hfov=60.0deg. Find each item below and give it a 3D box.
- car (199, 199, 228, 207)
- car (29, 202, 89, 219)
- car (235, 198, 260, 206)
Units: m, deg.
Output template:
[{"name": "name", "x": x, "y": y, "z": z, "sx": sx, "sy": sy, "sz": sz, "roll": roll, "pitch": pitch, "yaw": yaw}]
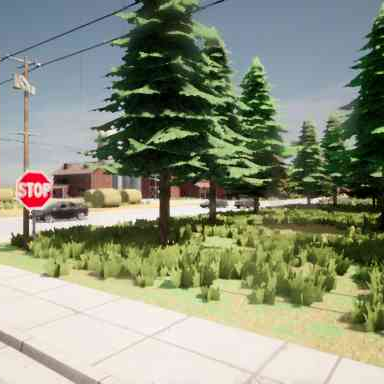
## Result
[{"name": "car", "x": 3.061, "y": 1.582, "z": 46.013, "sx": 2.033, "sy": 1.411, "sz": 5.357, "roll": 0, "pitch": 0, "yaw": 34}, {"name": "car", "x": -10.304, "y": 1.539, "z": 25.841, "sx": 1.837, "sy": 1.490, "sz": 4.892, "roll": 0, "pitch": 0, "yaw": 33}, {"name": "car", "x": 7.800, "y": 1.582, "z": 46.621, "sx": 2.033, "sy": 1.411, "sz": 5.357, "roll": 0, "pitch": 0, "yaw": 34}]
